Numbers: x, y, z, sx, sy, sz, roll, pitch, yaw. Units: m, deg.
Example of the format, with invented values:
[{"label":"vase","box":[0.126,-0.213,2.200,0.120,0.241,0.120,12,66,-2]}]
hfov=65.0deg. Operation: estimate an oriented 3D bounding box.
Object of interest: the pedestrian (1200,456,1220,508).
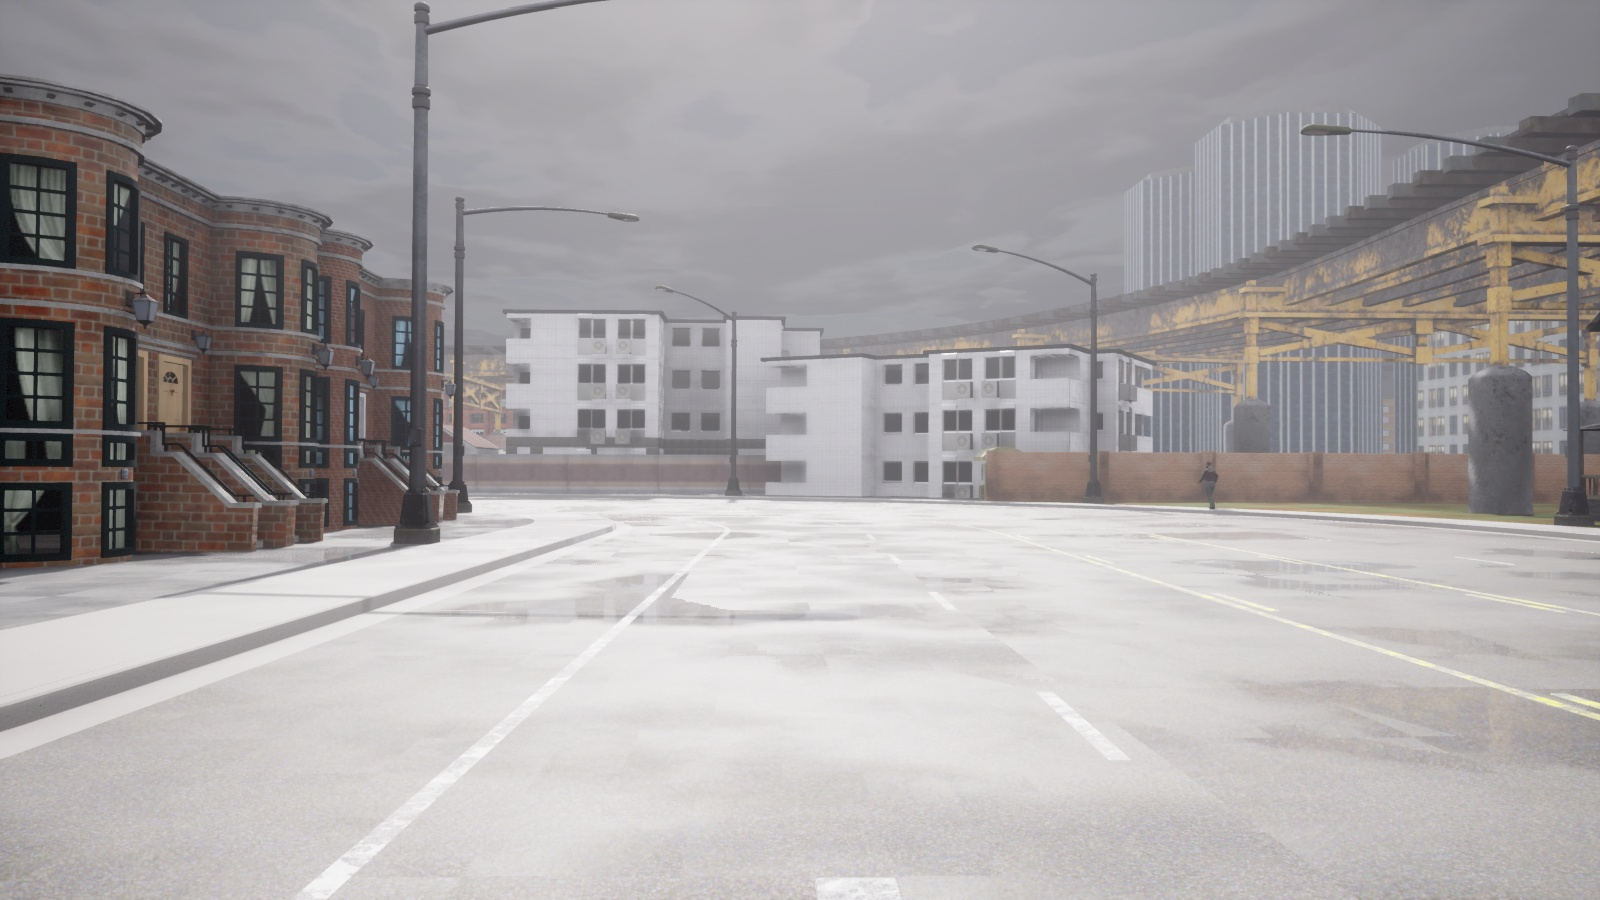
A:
[{"label":"pedestrian","box":[15.526,1.205,47.600,0.402,1.930,0.666,0,-1,-16]}]
